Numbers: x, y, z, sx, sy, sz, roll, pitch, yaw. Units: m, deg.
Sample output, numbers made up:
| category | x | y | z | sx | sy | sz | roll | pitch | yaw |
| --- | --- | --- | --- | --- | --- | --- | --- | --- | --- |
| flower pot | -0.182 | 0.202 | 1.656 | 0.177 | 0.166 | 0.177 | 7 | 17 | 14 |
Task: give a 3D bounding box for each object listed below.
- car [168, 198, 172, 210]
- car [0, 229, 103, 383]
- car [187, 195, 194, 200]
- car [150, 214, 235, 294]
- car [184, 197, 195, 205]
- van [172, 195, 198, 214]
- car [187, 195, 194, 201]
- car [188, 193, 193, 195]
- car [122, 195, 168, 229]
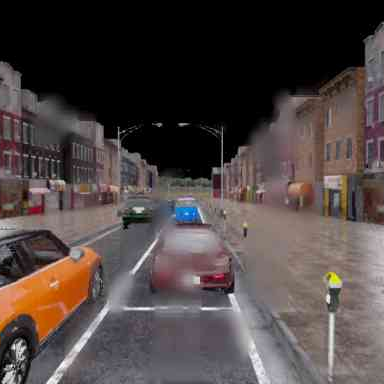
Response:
| category | x | y | z | sx | sy | sz | roll | pitch | yaw |
| --- | --- | --- | --- | --- | --- | --- | --- | --- | --- |
| car | -2.920 | 1.491 | 38.691 | 1.837 | 1.490 | 4.892 | 0 | 0 | 0 |
| car | -2.924 | 1.350 | 5.202 | 2.097 | 1.767 | 4.553 | 0 | 0 | 0 |
| car | -0.394 | 1.542 | 91.932 | 1.947 | 1.339 | 4.313 | -1 | 0 | 0 |
| car | 0.004 | 1.522 | 8.652 | 1.812 | 1.442 | 4.674 | 0 | 0 | 0 |
| car | -0.395 | 1.562 | 58.737 | 1.802 | 1.307 | 4.206 | -1 | 0 | 0 |
| van | -0.402 | 1.332 | 25.542 | 1.690 | 1.788 | 3.998 | -1 | 0 | 0 |
| car | -0.394 | 1.542 | 86.399 | 1.947 | 1.339 | 4.313 | -1 | 0 | 0 |
| car | -0.402 | 1.302 | 36.607 | 2.192 | 1.841 | 5.009 | -1 | 0 | 0 |
| car | -3.014 | 1.213 | 21.651 | 2.150 | 2.045 | 5.566 | 0 | 0 | 1 |
